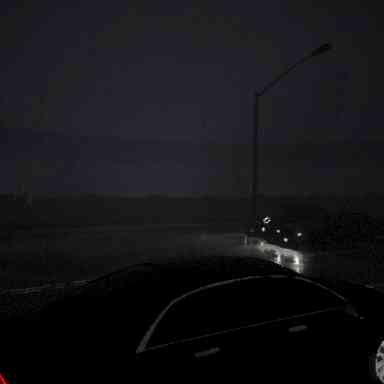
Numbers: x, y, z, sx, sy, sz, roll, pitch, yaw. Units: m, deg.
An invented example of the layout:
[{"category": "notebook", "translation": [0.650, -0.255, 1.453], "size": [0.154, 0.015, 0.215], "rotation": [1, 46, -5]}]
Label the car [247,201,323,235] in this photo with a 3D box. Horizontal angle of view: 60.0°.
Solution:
[{"category": "car", "translation": [5.198, 1.398, 17.744], "size": [4.553, 1.767, 2.097], "rotation": [0, 0, -19]}]

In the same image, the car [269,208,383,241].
[{"category": "car", "translation": [6.339, 1.575, 14.577], "size": [5.357, 1.411, 2.033], "rotation": [0, 0, -20]}]

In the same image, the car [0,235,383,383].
[{"category": "car", "translation": [0.495, 1.505, 3.783], "size": [4.892, 1.490, 1.837], "rotation": [0, -2, -30]}]
